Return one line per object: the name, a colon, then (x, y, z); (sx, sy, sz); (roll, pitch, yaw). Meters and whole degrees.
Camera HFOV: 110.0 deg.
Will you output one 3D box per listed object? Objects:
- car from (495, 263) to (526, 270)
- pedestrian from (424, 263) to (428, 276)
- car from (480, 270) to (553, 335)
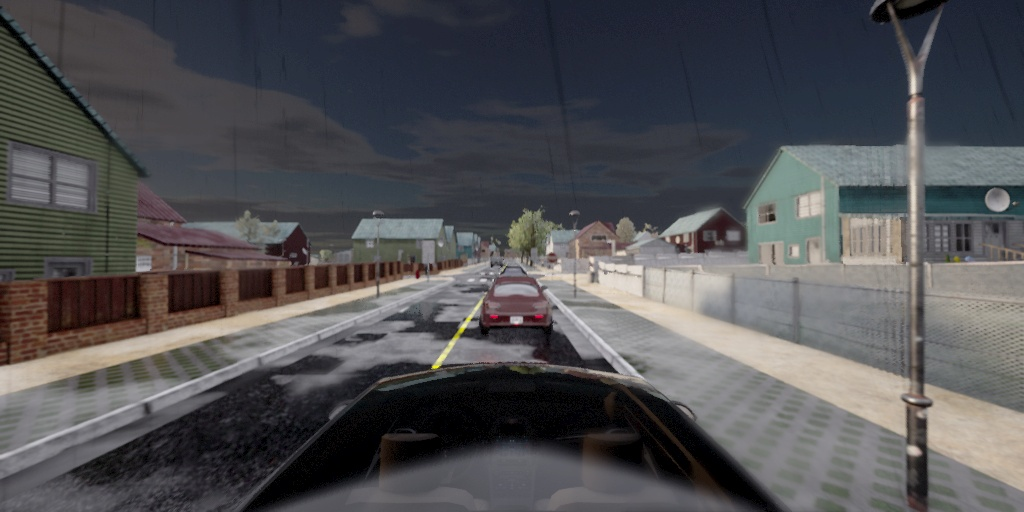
car: (0.091, 1.363, 23.755); (1.994, 1.385, 4.181); (0, 0, 0)
pedestrian: (-9.704, 1.289, 40.789); (0.375, 1.860, 0.375); (0, 0, 0)
car: (0.096, 1.296, 10.475); (1.812, 1.442, 4.674); (0, 0, 0)
